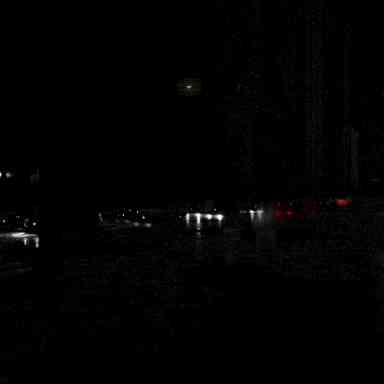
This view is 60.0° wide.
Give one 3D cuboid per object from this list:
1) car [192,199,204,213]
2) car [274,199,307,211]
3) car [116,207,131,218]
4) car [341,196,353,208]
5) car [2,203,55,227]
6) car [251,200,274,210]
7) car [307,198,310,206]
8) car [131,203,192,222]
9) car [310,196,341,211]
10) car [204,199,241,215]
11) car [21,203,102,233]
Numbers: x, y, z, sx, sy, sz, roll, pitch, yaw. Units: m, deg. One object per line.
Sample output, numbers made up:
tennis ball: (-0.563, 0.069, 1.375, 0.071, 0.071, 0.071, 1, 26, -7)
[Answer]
car: (1.350, 1.555, 37.686, 1.812, 1.442, 4.674, 0, 0, 36)
car: (12.354, 1.581, 41.620, 1.812, 1.442, 4.674, 0, 0, 36)
car: (-4.458, 1.617, 29.603, 1.895, 1.301, 4.718, 0, 0, 36)
car: (23.469, 1.434, 51.444, 2.097, 1.767, 4.553, 0, 0, 36)
car: (-9.862, 1.496, 22.080, 2.128, 1.511, 4.902, 0, 0, 36)
car: (9.346, 1.540, 43.180, 2.128, 1.511, 4.902, 0, 0, 36)
car: (18.338, 1.596, 50.037, 1.812, 1.442, 4.674, 0, 0, 36)
car: (-2.373, 1.621, 26.937, 1.895, 1.301, 4.718, 0, 0, 36)
car: (17.141, 1.418, 42.626, 2.097, 1.767, 4.553, 0, 0, 36)
car: (3.477, 1.598, 35.065, 1.994, 1.385, 4.181, 0, 0, 36)
car: (-7.469, 1.573, 19.838, 1.994, 1.385, 4.181, 0, 0, 36)
